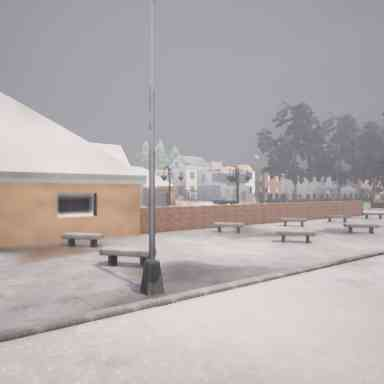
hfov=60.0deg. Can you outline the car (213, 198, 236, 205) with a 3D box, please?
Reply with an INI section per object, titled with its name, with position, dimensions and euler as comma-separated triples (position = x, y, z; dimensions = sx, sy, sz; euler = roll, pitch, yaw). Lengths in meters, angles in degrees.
[car]
position = 5.505, 1.612, 53.966
dimensions = 1.895, 1.301, 4.718
euler = 0, 0, -36
